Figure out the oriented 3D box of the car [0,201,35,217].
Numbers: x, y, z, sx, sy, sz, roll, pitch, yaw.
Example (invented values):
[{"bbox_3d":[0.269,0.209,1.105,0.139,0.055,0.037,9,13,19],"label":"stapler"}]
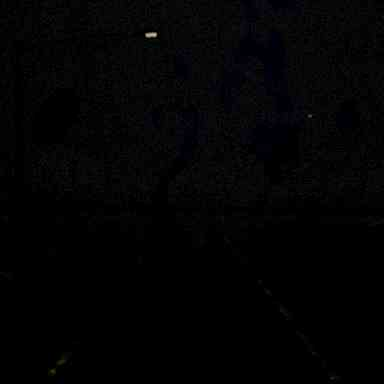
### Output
[{"bbox_3d":[-16.704,1.537,29.795,5.008,1.535,1.882,1,0,0],"label":"car"}]
